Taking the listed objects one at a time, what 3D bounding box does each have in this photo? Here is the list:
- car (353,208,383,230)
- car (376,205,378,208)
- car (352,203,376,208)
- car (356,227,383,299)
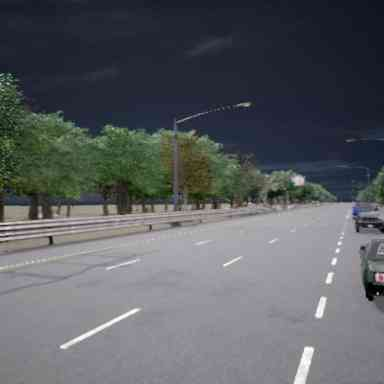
[{"bbox_3d":[13.701,2.227,25.780,1.837,1.490,4.892,-1,-2,26],"label":"car"},{"bbox_3d":[30.455,2.823,56.966,2.150,2.045,5.566,-2,-3,37],"label":"car"},{"bbox_3d":[21.095,2.392,41.118,2.150,2.045,5.566,-1,-2,26],"label":"car"},{"bbox_3d":[5.415,1.841,8.585,1.895,1.301,4.718,-1,-2,26],"label":"car"}]
